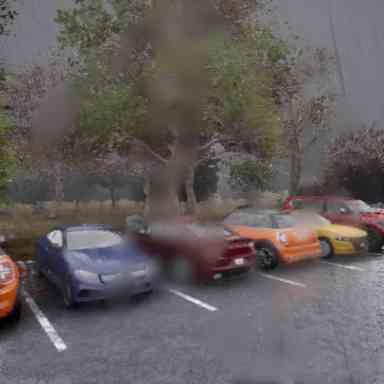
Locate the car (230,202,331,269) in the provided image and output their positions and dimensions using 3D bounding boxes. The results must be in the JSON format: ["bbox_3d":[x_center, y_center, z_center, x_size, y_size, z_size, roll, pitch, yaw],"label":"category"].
[{"bbox_3d":[1.967,1.356,11.426,2.185,1.767,4.553,0,0,-35],"label":"car"}]

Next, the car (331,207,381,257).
[{"bbox_3d":[4.213,1.481,13.073,2.097,1.535,5.008,0,0,-35],"label":"car"}]

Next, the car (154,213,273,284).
[{"bbox_3d":[-0.315,1.481,9.830,2.097,1.535,5.008,0,0,-36],"label":"car"}]

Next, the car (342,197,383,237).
[{"bbox_3d":[11.000,1.352,17.949,2.185,1.767,4.553,0,0,-36],"label":"car"}]

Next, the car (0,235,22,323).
[{"bbox_3d":[-4.834,1.354,6.574,2.185,1.767,4.553,0,0,-36],"label":"car"}]

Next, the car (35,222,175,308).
[{"bbox_3d":[-2.586,1.521,8.219,2.002,1.452,4.674,0,0,-36],"label":"car"}]
